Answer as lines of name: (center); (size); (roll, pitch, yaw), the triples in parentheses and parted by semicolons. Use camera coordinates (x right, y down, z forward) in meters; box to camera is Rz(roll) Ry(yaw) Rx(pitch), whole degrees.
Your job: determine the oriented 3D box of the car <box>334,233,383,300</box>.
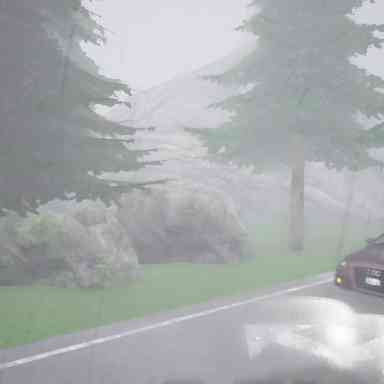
car: (5.152, 1.564, 7.642); (4.181, 1.385, 1.994); (0, 0, -35)
